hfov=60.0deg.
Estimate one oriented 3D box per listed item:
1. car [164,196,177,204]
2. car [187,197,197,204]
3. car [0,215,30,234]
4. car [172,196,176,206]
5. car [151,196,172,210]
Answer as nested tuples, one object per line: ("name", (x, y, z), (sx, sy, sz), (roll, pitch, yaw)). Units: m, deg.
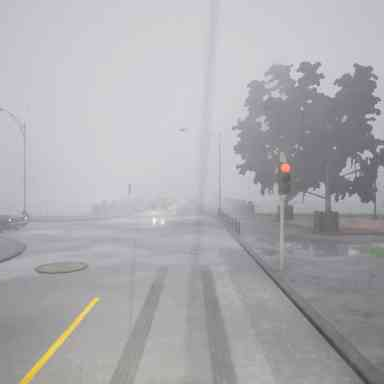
("car", (-4.013, 1.491, 63.530), (2.128, 1.511, 4.902), (0, 0, 1))
("car", (0.038, 1.547, 61.682), (2.033, 1.411, 5.357), (0, 0, 0))
("car", (-11.688, 1.601, 18.502), (4.718, 1.301, 1.895), (0, 0, 5))
("car", (-4.061, 1.477, 52.494), (1.882, 1.535, 5.008), (0, 0, 0))
("car", (-4.074, 1.491, 42.246), (2.128, 1.511, 4.902), (0, 0, 0))
